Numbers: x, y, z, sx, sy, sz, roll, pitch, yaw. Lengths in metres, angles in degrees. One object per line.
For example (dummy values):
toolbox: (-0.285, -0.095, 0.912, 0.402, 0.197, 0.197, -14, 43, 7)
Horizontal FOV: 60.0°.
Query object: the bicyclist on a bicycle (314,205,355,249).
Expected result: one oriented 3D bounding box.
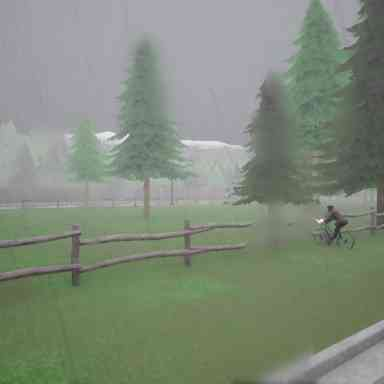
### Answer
bicyclist on a bicycle: (5.414, 1.342, 12.710, 0.582, 1.620, 1.656, 0, 2, -37)
